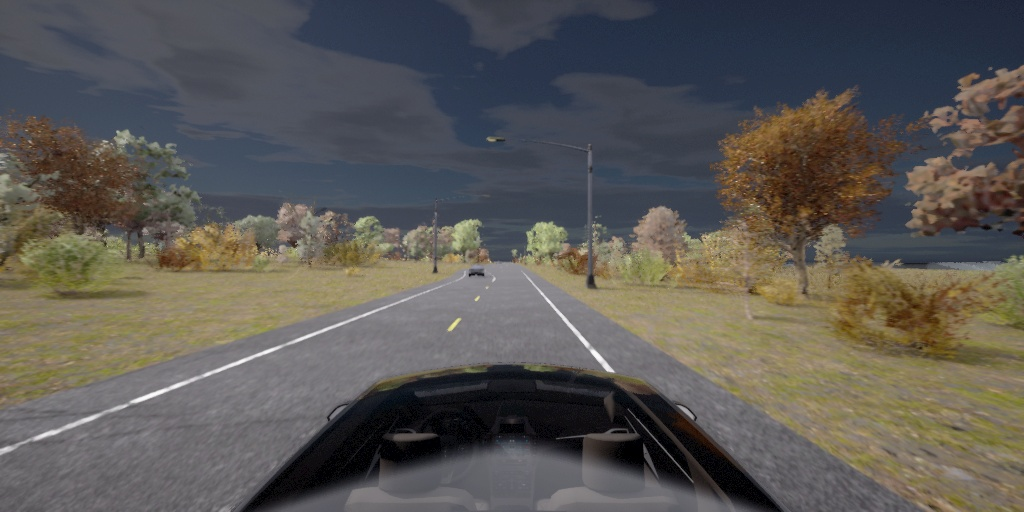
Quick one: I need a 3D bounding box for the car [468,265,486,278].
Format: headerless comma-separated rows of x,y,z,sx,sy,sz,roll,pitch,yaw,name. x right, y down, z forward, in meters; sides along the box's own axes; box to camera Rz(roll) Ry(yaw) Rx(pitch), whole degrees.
-3.949,1.695,40.756,2.033,1.411,5.357,0,-1,-4,car
